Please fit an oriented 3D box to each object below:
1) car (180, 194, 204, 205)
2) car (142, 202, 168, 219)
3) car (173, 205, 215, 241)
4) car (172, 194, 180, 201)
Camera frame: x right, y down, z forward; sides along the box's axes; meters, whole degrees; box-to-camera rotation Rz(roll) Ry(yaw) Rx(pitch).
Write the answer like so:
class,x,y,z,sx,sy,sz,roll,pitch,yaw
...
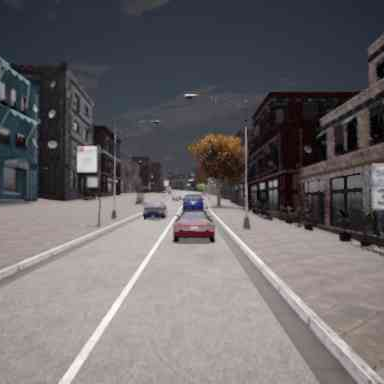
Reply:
class,x,y,z,sx,sy,sz,roll,pitch,yaw
car,0.110,1.236,35.364,2.150,2.045,5.566,0,0,0
car,-3.135,1.565,29.348,2.033,1.411,5.357,0,0,0
car,0.104,1.574,16.891,1.994,1.385,4.181,0,0,0
car,-3.296,1.214,70.285,1.812,1.442,4.674,0,1,0
